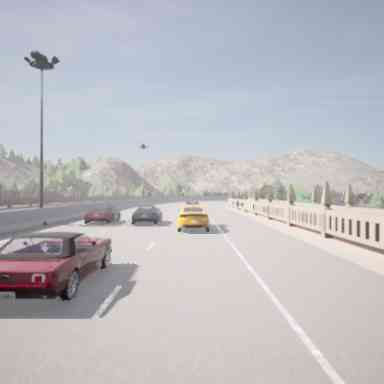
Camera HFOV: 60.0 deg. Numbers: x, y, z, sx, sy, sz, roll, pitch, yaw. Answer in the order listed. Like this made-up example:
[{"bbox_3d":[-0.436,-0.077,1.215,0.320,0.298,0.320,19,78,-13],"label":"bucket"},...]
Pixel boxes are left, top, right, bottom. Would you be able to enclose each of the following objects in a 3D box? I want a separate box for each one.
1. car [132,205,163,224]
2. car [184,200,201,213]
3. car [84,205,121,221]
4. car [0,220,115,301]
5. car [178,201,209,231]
[{"bbox_3d":[-3.405,1.674,25.705,1.994,1.385,4.181,0,0,0],"label":"car"},{"bbox_3d":[0.092,1.740,41.257,1.994,1.385,4.181,0,0,0],"label":"car"},{"bbox_3d":[-6.906,1.675,26.059,1.994,1.385,4.181,0,0,0],"label":"car"},{"bbox_3d":[-3.401,1.637,8.359,1.895,1.301,4.718,0,0,0],"label":"car"},{"bbox_3d":[0.095,1.570,21.472,1.882,1.535,5.008,0,0,0],"label":"car"}]
